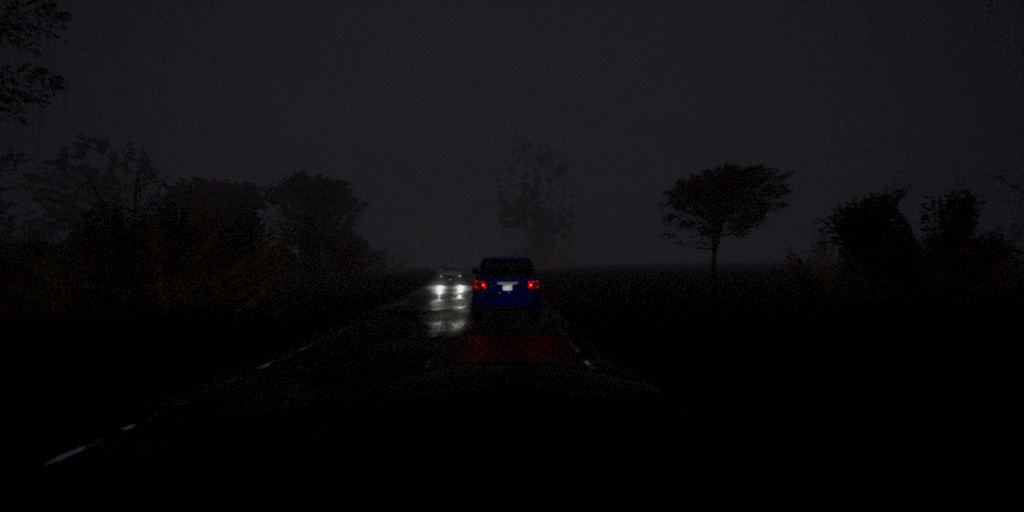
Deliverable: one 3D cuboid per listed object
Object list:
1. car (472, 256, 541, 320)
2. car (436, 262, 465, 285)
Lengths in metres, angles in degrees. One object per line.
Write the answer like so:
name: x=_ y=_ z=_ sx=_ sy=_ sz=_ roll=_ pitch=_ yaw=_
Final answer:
car: x=-0.265 y=1.038 z=13.093 sx=2.150 sy=2.045 sz=5.566 roll=0 pitch=0 yaw=-3
car: x=-4.716 y=1.449 z=28.054 sx=1.812 sy=1.442 sz=4.674 roll=0 pitch=0 yaw=-7
